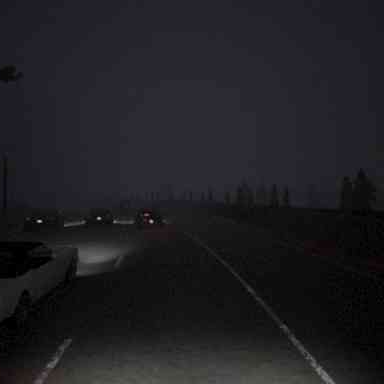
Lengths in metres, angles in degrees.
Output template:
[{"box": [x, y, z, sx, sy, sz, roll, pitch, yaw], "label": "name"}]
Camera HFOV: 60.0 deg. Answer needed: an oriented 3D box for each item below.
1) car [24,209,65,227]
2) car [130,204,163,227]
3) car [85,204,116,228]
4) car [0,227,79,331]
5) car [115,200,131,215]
[{"box": [-9.940, 1.826, 22.620, 1.994, 1.385, 4.181, 0, -1, -13], "label": "car"}, {"box": [-3.365, 1.772, 25.059, 1.837, 1.490, 4.892, 0, 0, -14], "label": "car"}, {"box": [-6.940, 1.840, 24.981, 1.994, 1.385, 4.181, 0, -1, -15], "label": "car"}, {"box": [-3.840, 1.685, 6.929, 1.895, 1.301, 4.718, 0, -1, -4], "label": "car"}, {"box": [-8.445, 1.788, 40.256, 2.097, 1.767, 4.553, 0, -1, -22], "label": "car"}]
